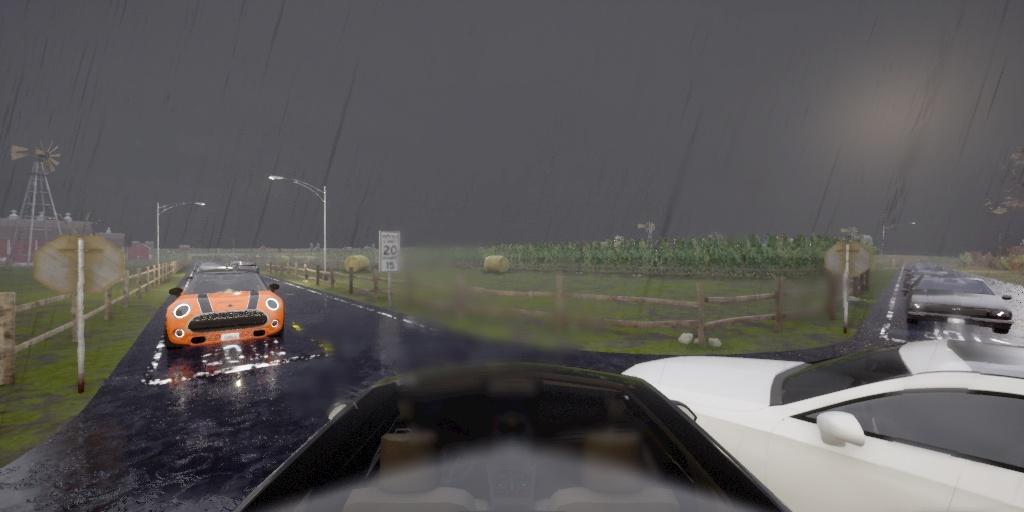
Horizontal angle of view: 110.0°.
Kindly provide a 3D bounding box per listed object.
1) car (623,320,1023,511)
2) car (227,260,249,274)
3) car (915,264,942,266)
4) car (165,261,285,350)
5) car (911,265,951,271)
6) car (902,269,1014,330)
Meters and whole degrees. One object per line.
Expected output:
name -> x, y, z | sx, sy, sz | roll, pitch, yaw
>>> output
car -> 2.861, 1.293, 2.215 | 1.812, 1.442, 4.674 | 0, 1, -43
car -> -33.212, 1.267, 43.389 | 1.837, 1.490, 4.892 | 0, 0, -41
car -> 28.690, 1.305, 24.777 | 4.902, 1.511, 2.128 | 0, 1, -42
car -> -7.466, 1.137, 9.427 | 2.097, 1.767, 4.553 | 0, 0, -39
car -> 21.050, 1.361, 17.871 | 4.181, 1.385, 1.994 | 0, 1, -43
car -> 13.642, 1.333, 11.164 | 5.357, 1.411, 2.033 | 0, 1, -42
